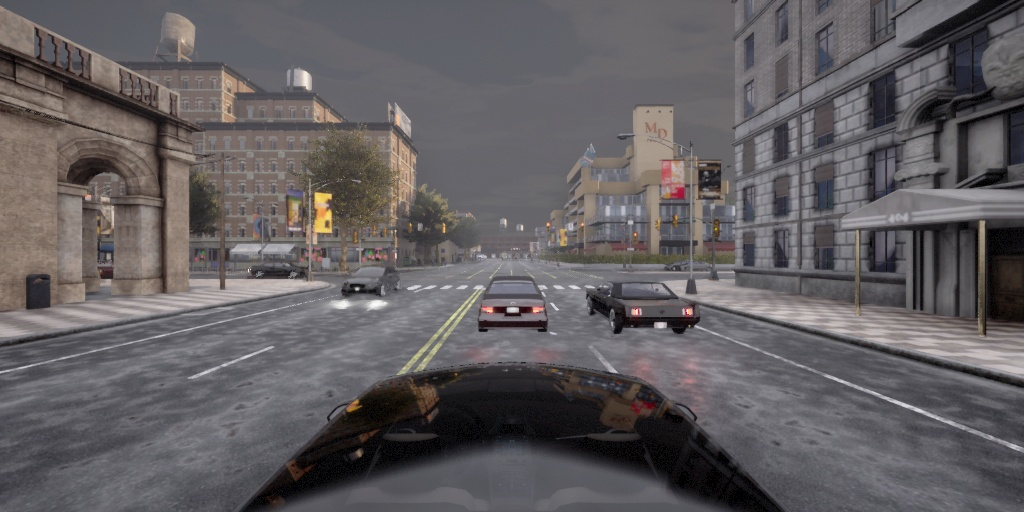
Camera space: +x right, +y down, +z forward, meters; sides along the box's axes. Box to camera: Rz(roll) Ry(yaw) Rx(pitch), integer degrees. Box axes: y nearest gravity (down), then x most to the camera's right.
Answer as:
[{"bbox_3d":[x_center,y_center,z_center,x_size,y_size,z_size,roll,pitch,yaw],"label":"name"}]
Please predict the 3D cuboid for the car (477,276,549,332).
[{"bbox_3d":[0.019,1.297,10.821,2.033,1.411,5.357,0,0,0],"label":"car"}]

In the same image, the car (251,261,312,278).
[{"bbox_3d":[-21.114,1.228,32.958,5.008,1.535,1.882,0,0,0],"label":"car"}]

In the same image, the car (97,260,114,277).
[{"bbox_3d":[-36.277,1.276,32.921,4.674,1.442,1.812,0,0,0],"label":"car"}]

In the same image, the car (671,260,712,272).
[{"bbox_3d":[22.709,1.314,44.758,4.181,1.385,1.994,0,0,0],"label":"car"}]

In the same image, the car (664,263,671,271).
[{"bbox_3d":[23.004,1.242,48.255,4.902,1.511,2.128,0,0,0],"label":"car"}]

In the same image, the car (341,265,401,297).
[{"bbox_3d":[-7.222,1.254,18.869,1.837,1.490,4.892,1,0,-3],"label":"car"}]

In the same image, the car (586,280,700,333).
[{"bbox_3d":[3.520,1.351,10.703,1.895,1.301,4.718,0,0,0],"label":"car"}]

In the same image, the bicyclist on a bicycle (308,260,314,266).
[{"bbox_3d":[-31.369,1.050,55.916,0.582,1.620,1.656,0,0,0],"label":"bicyclist on a bicycle"}]
